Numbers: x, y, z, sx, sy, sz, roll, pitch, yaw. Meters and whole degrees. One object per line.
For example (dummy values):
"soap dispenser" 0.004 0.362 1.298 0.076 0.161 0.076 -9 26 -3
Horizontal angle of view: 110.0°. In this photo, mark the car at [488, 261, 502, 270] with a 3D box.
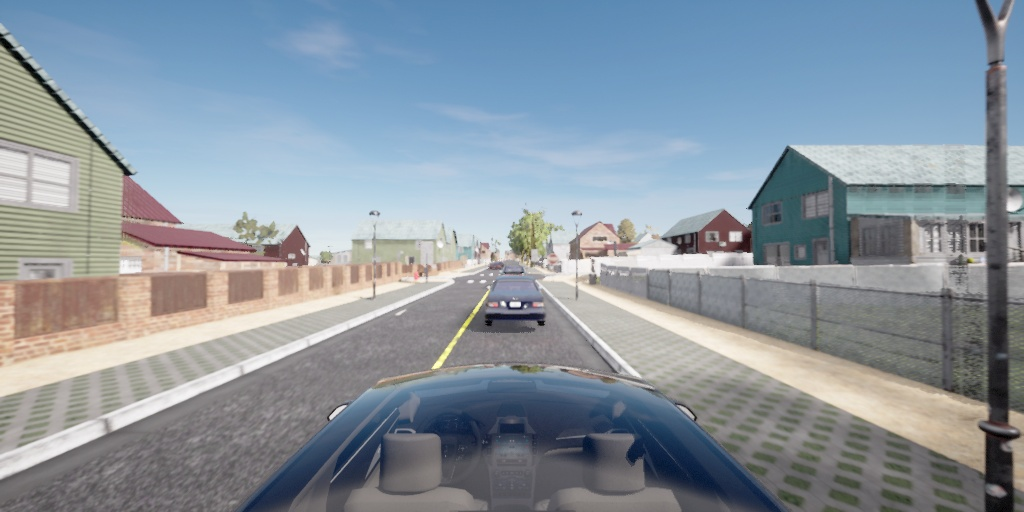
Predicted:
"car" -2.805 1.622 59.765 1.994 1.385 4.181 0 0 0

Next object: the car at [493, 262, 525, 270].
"car" 0.143 1.366 23.970 2.128 1.511 4.902 0 0 2

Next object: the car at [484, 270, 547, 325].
"car" 0.100 1.356 12.092 2.033 1.411 5.357 0 0 0

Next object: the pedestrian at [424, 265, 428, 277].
"pedestrian" -9.688 1.419 40.350 0.375 1.860 0.375 0 0 0
